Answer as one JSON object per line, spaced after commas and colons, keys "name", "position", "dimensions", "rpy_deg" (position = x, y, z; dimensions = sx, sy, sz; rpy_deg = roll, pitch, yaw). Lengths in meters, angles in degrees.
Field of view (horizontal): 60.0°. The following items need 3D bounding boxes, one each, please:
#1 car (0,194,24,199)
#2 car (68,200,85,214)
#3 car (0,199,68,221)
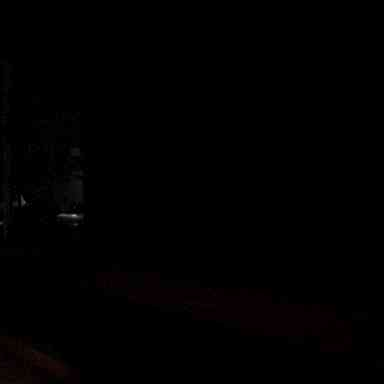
{"name": "car", "position": [-16.963, 1.221, 28.169], "dimensions": [2.150, 2.045, 5.566], "rpy_deg": [0, 0, 35]}
{"name": "car", "position": [-11.613, 1.526, 36.329], "dimensions": [1.812, 1.442, 4.674], "rpy_deg": [0, 0, 31]}
{"name": "car", "position": [-13.128, 1.526, 27.613], "dimensions": [1.812, 1.442, 4.674], "rpy_deg": [0, 0, 34]}
